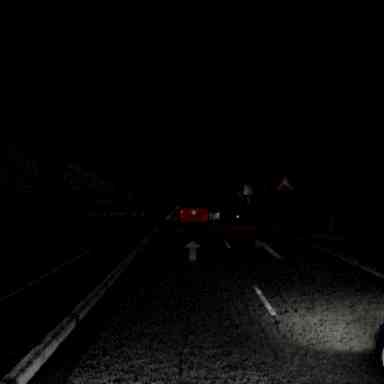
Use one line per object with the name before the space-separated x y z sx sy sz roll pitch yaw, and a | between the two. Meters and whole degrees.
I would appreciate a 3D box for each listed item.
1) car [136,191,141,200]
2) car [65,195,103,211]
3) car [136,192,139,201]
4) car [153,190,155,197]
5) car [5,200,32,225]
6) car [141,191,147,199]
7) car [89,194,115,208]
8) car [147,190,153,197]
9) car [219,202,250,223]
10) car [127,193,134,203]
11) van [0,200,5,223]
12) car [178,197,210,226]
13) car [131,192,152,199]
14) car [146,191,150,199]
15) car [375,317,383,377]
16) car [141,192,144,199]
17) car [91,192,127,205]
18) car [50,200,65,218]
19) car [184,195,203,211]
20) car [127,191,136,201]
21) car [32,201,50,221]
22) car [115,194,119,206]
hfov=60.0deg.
car | -13.766 1.135 70.744 4.553 1.767 2.185 -1 1 -20
car | -13.765 1.501 40.735 4.792 1.488 2.163 -1 0 -20
car | -13.742 1.346 67.758 4.674 1.452 2.002 -1 0 -20
car | -13.525 0.959 88.826 5.366 1.575 1.946 -1 1 -20
car | -13.797 1.365 22.739 4.553 1.767 2.185 -1 0 -20
car | -13.715 1.165 76.756 5.008 1.535 2.097 -1 1 -20
car | -13.952 1.462 46.659 5.366 1.575 1.946 -1 0 -20
car | -13.684 0.762 85.771 5.566 2.045 2.435 -1 1 -20
car | 3.131 1.492 25.149 2.128 1.511 4.902 0 0 0
car | -13.585 1.395 58.805 5.366 1.575 1.946 -1 0 -20
van | -13.942 1.270 19.704 4.442 1.987 1.878 -1 0 -20
car | 0.125 1.330 23.604 2.097 1.767 4.553 0 1 0
car | -13.867 0.921 91.693 5.366 1.575 1.946 -1 1 -20
car | -13.685 1.092 82.772 4.792 1.488 2.163 -1 1 -20
car | 3.102 1.532 2.056 1.812 1.442 4.674 0 0 0
car | -13.731 1.255 73.757 4.674 1.452 2.002 -1 1 -20
car | -13.746 1.192 52.751 5.566 2.045 2.435 -1 0 -20
car | -13.788 1.514 28.730 4.792 1.488 2.163 -1 0 -20
car | 0.151 1.332 40.183 2.097 1.767 4.553 0 0 0
car | -13.780 1.122 61.731 5.566 2.045 2.435 -1 1 -20
car | -13.815 1.528 25.711 4.674 1.452 2.002 -1 0 -20
car | -13.778 1.493 49.732 4.674 1.452 2.002 -1 0 -20
